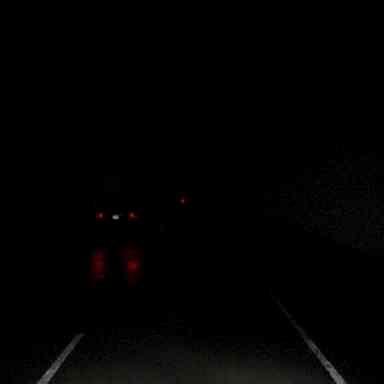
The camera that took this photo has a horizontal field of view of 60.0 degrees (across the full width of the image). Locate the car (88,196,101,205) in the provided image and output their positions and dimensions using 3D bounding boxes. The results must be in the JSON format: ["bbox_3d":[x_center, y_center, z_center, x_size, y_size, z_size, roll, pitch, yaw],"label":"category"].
[{"bbox_3d":[-16.848,1.449,57.701,1.882,1.535,5.008,0,0,-14],"label":"car"}]

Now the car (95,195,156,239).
[{"bbox_3d":[-3.403,1.213,17.508,2.150,2.045,5.566,0,0,0],"label":"car"}]

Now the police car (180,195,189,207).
[{"bbox_3d":[-0.181,1.400,52.323,1.930,1.638,5.238,0,0,-9],"label":"police car"}]

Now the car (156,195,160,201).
[{"bbox_3d":[-9.148,1.423,77.858,1.895,1.301,4.718,0,0,-26],"label":"car"}]

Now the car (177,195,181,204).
[{"bbox_3d":[-1.383,1.322,58.486,2.097,1.767,4.553,0,0,-13],"label":"car"}]

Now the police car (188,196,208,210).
[{"bbox_3d":[0.930,1.405,41.685,1.930,1.638,5.238,0,0,-3],"label":"police car"}]
